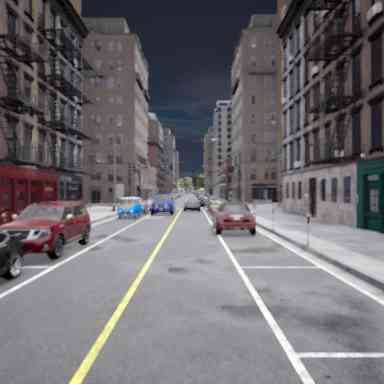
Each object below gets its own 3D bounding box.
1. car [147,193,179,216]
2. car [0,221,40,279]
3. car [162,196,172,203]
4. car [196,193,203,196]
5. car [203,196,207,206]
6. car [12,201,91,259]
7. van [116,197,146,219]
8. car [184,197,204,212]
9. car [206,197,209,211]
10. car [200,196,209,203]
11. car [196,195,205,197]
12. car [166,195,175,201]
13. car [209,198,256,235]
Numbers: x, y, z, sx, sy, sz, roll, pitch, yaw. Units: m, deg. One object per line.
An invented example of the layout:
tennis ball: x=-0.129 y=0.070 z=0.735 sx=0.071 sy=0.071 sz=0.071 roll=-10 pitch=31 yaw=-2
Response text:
car: x=-2.817 y=1.220 z=33.256 sx=2.150 sy=2.045 sz=5.566 roll=0 pitch=0 yaw=0
car: x=-5.393 y=1.566 z=7.331 sx=1.947 sy=1.339 sz=4.313 roll=0 pitch=0 yaw=0
car: x=-5.360 y=1.524 z=72.155 sx=1.752 sy=1.417 sz=4.829 roll=0 pitch=0 yaw=0
car: x=2.672 y=1.436 z=89.369 sx=1.967 sy=1.590 sz=4.097 roll=0 pitch=0 yaw=0
car: x=2.655 y=1.550 z=39.766 sx=2.008 sy=1.369 sz=4.403 roll=0 pitch=0 yaw=0
car: x=-5.390 y=1.314 z=12.737 sx=2.192 sy=1.841 sz=5.009 roll=0 pitch=0 yaw=0
van: x=-5.380 y=1.340 z=28.956 sx=1.690 sy=1.788 sz=3.998 roll=0 pitch=0 yaw=0
car: x=0.018 y=1.563 z=39.162 sx=1.994 sy=1.385 sz=4.181 roll=0 pitch=0 yaw=0
car: x=2.658 y=1.525 z=34.530 sx=1.752 sy=1.417 sz=4.829 roll=0 pitch=0 yaw=0
car: x=2.665 y=1.581 z=72.324 sx=1.802 sy=1.307 sz=4.206 roll=0 pitch=0 yaw=0
car: x=3.248 y=1.555 z=50.187 sx=4.181 sy=1.385 sz=1.994 roll=0 pitch=0 yaw=-23
car: x=-5.356 y=1.563 z=83.687 sx=1.947 sy=1.339 sz=4.313 roll=0 pitch=0 yaw=0
car: x=2.270 y=1.352 z=19.000 sx=2.097 sy=1.767 sz=4.553 roll=0 pitch=0 yaw=0
